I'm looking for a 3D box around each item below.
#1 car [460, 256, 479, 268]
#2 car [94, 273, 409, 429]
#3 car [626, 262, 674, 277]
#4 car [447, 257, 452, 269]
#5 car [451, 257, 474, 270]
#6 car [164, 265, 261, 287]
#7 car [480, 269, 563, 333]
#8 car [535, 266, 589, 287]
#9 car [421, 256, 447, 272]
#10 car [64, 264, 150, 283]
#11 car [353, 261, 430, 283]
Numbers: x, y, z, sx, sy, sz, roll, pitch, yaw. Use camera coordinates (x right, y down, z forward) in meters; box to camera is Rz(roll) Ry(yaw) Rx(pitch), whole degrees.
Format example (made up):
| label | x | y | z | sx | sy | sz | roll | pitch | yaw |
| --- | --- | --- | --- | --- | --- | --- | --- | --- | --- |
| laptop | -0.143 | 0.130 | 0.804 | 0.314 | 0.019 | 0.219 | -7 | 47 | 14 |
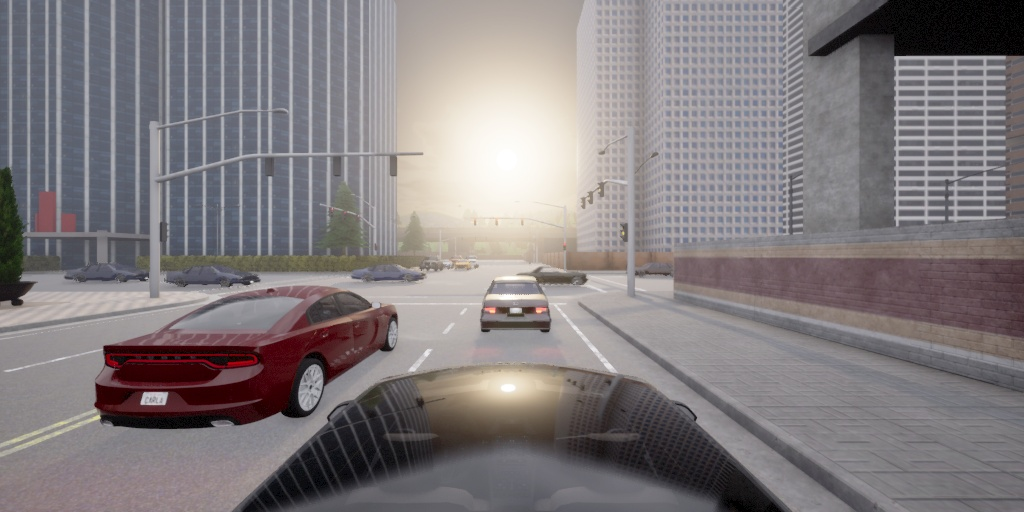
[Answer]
| label | x | y | z | sx | sy | sz | roll | pitch | yaw |
| --- | --- | --- | --- | --- | --- | --- | --- | --- | --- |
| car | -7.031 | 0.971 | 61.800 | 2.150 | 2.045 | 5.566 | 0 | 0 | 0 |
| car | -3.440 | 1.228 | 5.945 | 1.882 | 1.535 | 5.008 | 0 | 0 | 0 |
| car | 13.912 | 1.297 | 34.737 | 5.357 | 1.411 | 2.033 | 0 | 0 | 0 |
| car | -10.551 | 1.275 | 56.892 | 1.812 | 1.442 | 4.674 | 0 | 0 | 0 |
| car | -7.063 | 1.227 | 51.959 | 1.882 | 1.535 | 5.008 | 0 | 0 | 0 |
| car | -19.558 | 1.297 | 23.481 | 5.357 | 1.411 | 2.033 | 0 | 0 | 4 |
| car | 0.090 | 1.297 | 10.757 | 2.033 | 1.411 | 5.357 | 0 | 0 | 0 |
| car | 2.674 | 1.350 | 23.999 | 4.718 | 1.301 | 1.895 | 0 | 0 | -1 |
| car | -10.569 | 0.972 | 47.353 | 2.150 | 2.045 | 5.566 | 0 | 0 | 0 |
| car | -30.305 | 1.297 | 27.111 | 5.357 | 1.411 | 2.033 | 0 | 0 | 0 |
| car | -9.325 | 1.297 | 27.326 | 5.357 | 1.411 | 2.033 | 0 | 0 | -1 |
